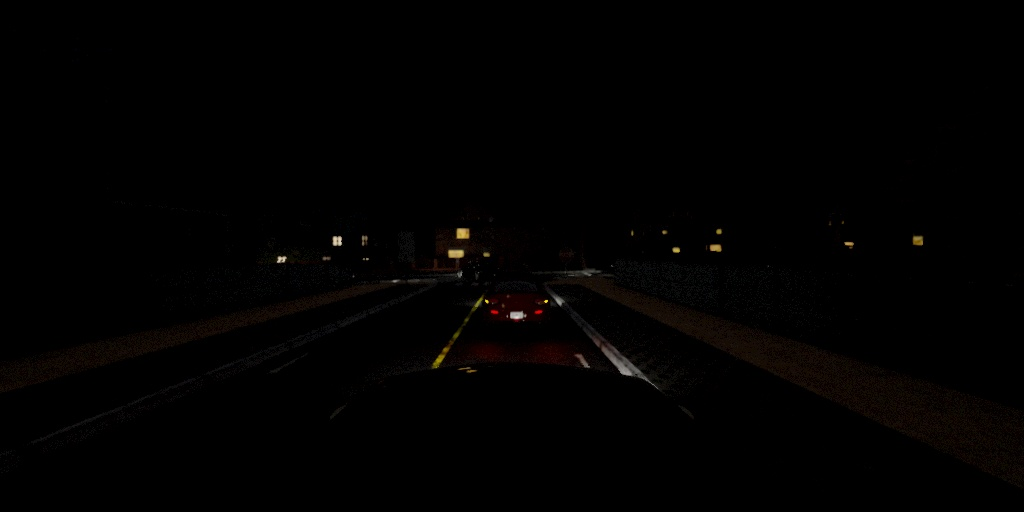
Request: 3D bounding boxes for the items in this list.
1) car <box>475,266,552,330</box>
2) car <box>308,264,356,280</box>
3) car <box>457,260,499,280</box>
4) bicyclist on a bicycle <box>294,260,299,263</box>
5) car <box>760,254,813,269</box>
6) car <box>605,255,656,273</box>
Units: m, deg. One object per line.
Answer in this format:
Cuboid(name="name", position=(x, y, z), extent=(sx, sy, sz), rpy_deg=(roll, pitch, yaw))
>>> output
Cuboid(name="car", position=(0.108, 1.202, 10.704), extent=(1.812, 1.442, 4.674), rpy_deg=(0, 1, 0))
Cuboid(name="car", position=(-14.702, 1.364, 27.716), extent=(4.902, 1.511, 2.128), rpy_deg=(-1, 1, 0))
Cuboid(name="car", position=(-2.505, 1.062, 27.349), extent=(1.837, 1.490, 4.892), rpy_deg=(0, 1, -32))
Cuboid(name="bicyclist on a bicycle", position=(-20.135, 1.171, 33.561), extent=(0.582, 1.620, 1.656), rpy_deg=(-1, 2, 0))
Cuboid(name="car", position=(24.140, 0.488, 30.677), extent=(4.718, 1.301, 1.895), rpy_deg=(-1, 1, 0))
Cuboid(name="car", position=(10.491, 0.688, 30.640), extent=(5.008, 1.535, 1.882), rpy_deg=(-2, 1, -1))
